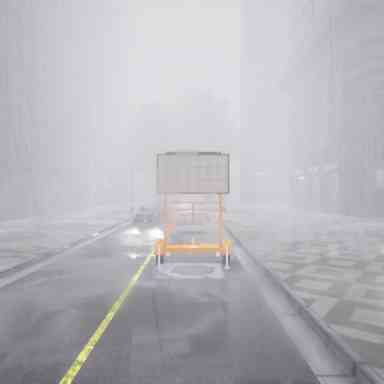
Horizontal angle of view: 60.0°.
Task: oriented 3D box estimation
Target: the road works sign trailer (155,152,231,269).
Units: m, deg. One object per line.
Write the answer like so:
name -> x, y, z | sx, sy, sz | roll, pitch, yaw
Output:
road works sign trailer -> 0.035, 0.463, 11.139 | 2.380, 3.560, 2.880 | 0, 0, 0

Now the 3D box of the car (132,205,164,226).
car -> -3.029, 1.605, 23.763 | 1.895, 1.301, 4.718 | 0, 0, 0

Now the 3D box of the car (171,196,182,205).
car -> -2.820, 1.543, 59.837 | 1.837, 1.490, 4.892 | 0, 0, 0
